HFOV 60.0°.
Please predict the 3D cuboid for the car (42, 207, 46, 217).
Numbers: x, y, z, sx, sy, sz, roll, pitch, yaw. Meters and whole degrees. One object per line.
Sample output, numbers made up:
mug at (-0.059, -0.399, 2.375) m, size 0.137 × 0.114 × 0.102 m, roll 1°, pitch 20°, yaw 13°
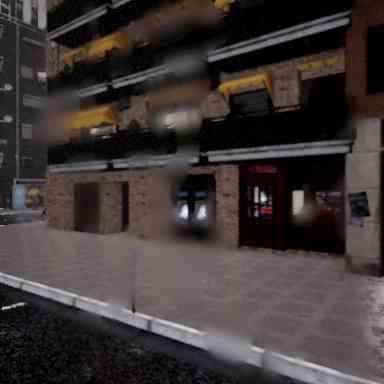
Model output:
car at (-9.016, 1.342, 25.151) m, size 2.008 × 1.369 × 4.403 m, roll 1°, pitch 1°, yaw 36°
